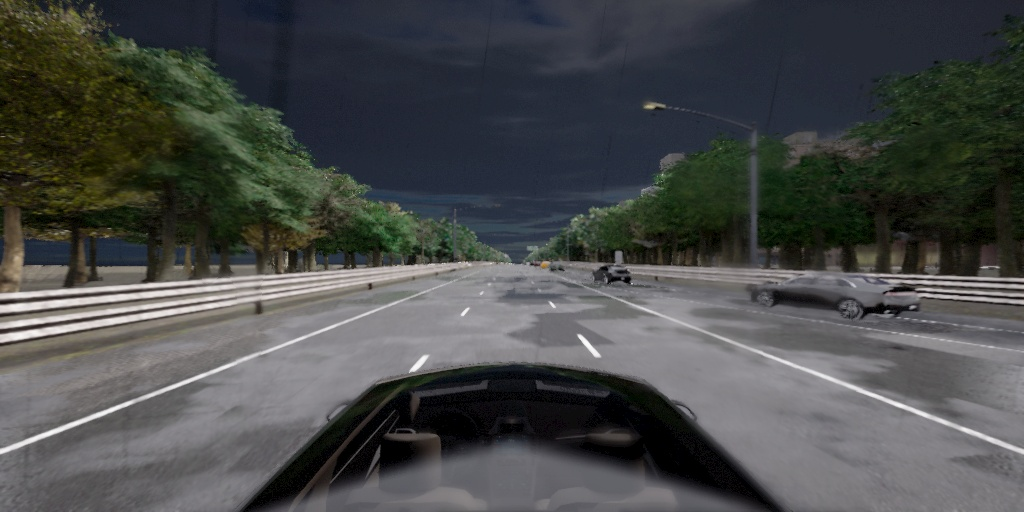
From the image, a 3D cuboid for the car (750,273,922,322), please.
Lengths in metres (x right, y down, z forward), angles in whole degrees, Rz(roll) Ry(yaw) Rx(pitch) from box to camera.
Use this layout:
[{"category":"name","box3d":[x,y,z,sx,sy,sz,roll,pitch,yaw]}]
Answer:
[{"category":"car","box3d":[11.297,1.363,13.059,2.128,1.511,4.902,0,0,-16]}]

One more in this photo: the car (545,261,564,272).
[{"category":"car","box3d":[6.995,1.570,57.498,2.097,1.767,4.553,0,0,0]}]

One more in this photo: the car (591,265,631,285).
[{"category":"car","box3d":[7.952,1.486,29.056,1.837,1.490,4.892,0,0,-7]}]
